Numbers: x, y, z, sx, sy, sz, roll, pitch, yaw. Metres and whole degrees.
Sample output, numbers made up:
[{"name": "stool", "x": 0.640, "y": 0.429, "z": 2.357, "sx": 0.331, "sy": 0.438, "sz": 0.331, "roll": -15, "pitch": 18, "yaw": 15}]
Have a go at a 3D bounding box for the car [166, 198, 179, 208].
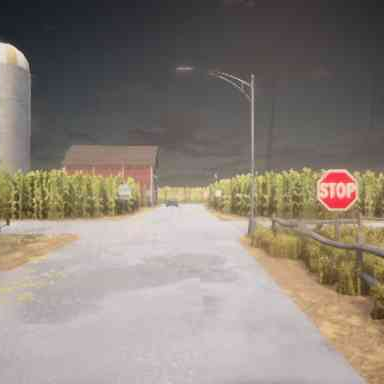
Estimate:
[{"name": "car", "x": -3.100, "y": 1.711, "z": 53.034, "sx": 2.033, "sy": 1.411, "sz": 5.357, "roll": 0, "pitch": 0, "yaw": 0}]
